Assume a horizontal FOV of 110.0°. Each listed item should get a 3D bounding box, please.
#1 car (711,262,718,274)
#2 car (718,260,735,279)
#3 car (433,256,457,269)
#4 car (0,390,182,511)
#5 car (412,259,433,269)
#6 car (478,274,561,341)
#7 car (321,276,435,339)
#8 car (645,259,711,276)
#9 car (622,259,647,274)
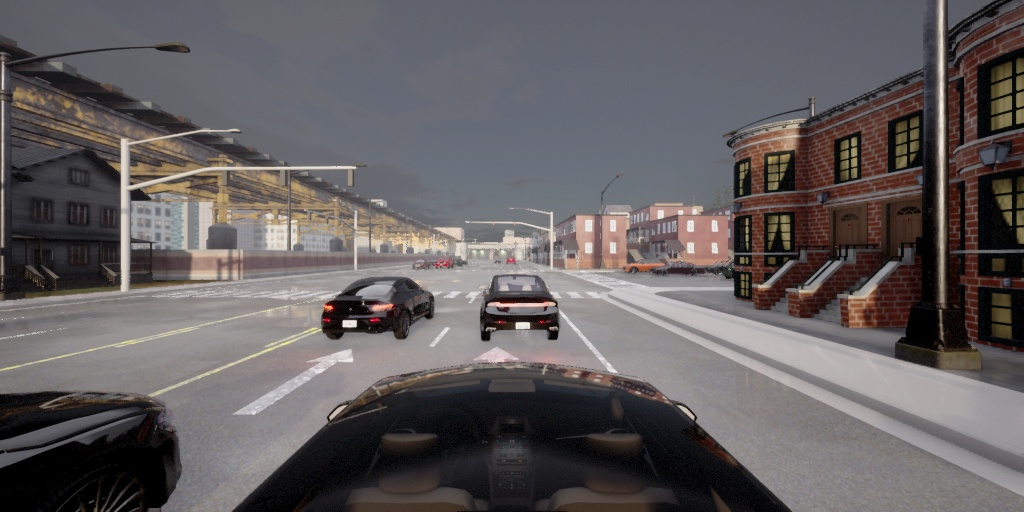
[{"bbox_3d":[23.890,1.241,40.226,4.902,1.511,2.128,0,0,0],"label":"car"},{"bbox_3d":[20.063,1.102,29.553,4.553,1.767,2.097,0,0,0],"label":"car"},{"bbox_3d":[-10.737,0.971,57.273,2.150,2.045,5.566,0,0,0],"label":"car"},{"bbox_3d":[-3.395,1.242,0.668,2.128,1.511,4.902,0,0,0],"label":"car"},{"bbox_3d":[-14.238,1.276,56.391,1.812,1.442,4.674,0,0,0],"label":"car"},{"bbox_3d":[0.092,1.242,9.902,2.128,1.511,4.902,0,0,-3],"label":"car"},{"bbox_3d":[-3.450,1.276,9.935,1.812,1.442,4.674,0,0,0],"label":"car"},{"bbox_3d":[16.899,1.297,36.715,5.357,1.411,2.033,0,0,0],"label":"car"},{"bbox_3d":[14.743,1.102,40.198,4.553,1.767,2.097,0,0,0],"label":"car"}]
